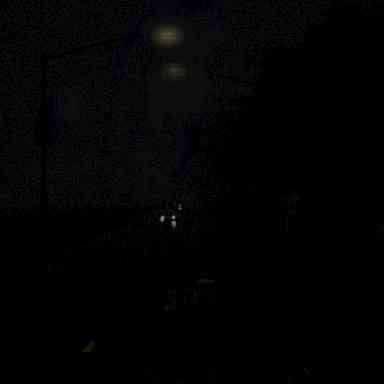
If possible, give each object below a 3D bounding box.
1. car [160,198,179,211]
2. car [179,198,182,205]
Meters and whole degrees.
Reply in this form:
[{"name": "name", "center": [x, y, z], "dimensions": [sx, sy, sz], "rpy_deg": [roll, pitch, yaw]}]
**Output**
[{"name": "car", "center": [-3.090, 1.705, 44.605], "dimensions": [1.837, 1.490, 4.892], "rpy_deg": [0, 0, 0]}, {"name": "car", "center": [-3.001, 1.786, 65.743], "dimensions": [1.895, 1.301, 4.718], "rpy_deg": [0, 0, 0]}]
